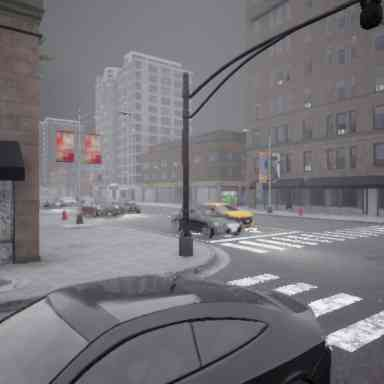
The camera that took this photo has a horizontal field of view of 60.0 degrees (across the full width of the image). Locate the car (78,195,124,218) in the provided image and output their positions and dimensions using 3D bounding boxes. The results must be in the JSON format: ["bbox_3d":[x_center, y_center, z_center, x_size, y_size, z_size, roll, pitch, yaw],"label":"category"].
[{"bbox_3d":[-8.284,1.311,30.058,2.097,1.767,4.553,0,0,-36],"label":"car"}]

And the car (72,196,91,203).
[{"bbox_3d":[-22.086,1.437,66.170,2.033,1.411,5.357,0,0,-36],"label":"car"}]

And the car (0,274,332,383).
[{"bbox_3d":[-0.725,1.526,2.640,4.674,1.442,1.812,0,0,-36],"label":"car"}]

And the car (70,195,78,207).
[{"bbox_3d":[-18.722,1.453,50.232,1.812,1.442,4.674,0,0,-36],"label":"car"}]

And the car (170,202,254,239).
[{"bbox_3d":[0.631,1.475,17.441,2.128,1.511,4.902,0,0,-33],"label":"car"}]

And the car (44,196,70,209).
[{"bbox_3d":[-18.256,1.427,43.950,2.128,1.511,4.902,0,0,-35],"label":"car"}]

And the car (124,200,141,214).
[{"bbox_3d":[-6.770,1.517,33.512,1.994,1.385,4.181,0,0,-36],"label":"car"}]

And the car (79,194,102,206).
[{"bbox_3d":[-16.077,1.270,52.297,2.097,1.767,4.553,0,0,-36],"label":"car"}]

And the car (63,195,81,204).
[{"bbox_3d":[-21.750,1.407,60.159,1.837,1.490,4.892,0,0,-36],"label":"car"}]

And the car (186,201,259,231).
[{"bbox_3d":[1.829,1.453,21.605,1.882,1.535,5.008,0,0,-36],"label":"car"}]

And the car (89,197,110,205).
[{"bbox_3d":[-16.184,1.507,57.995,1.895,1.301,4.718,0,0,-36],"label":"car"}]
